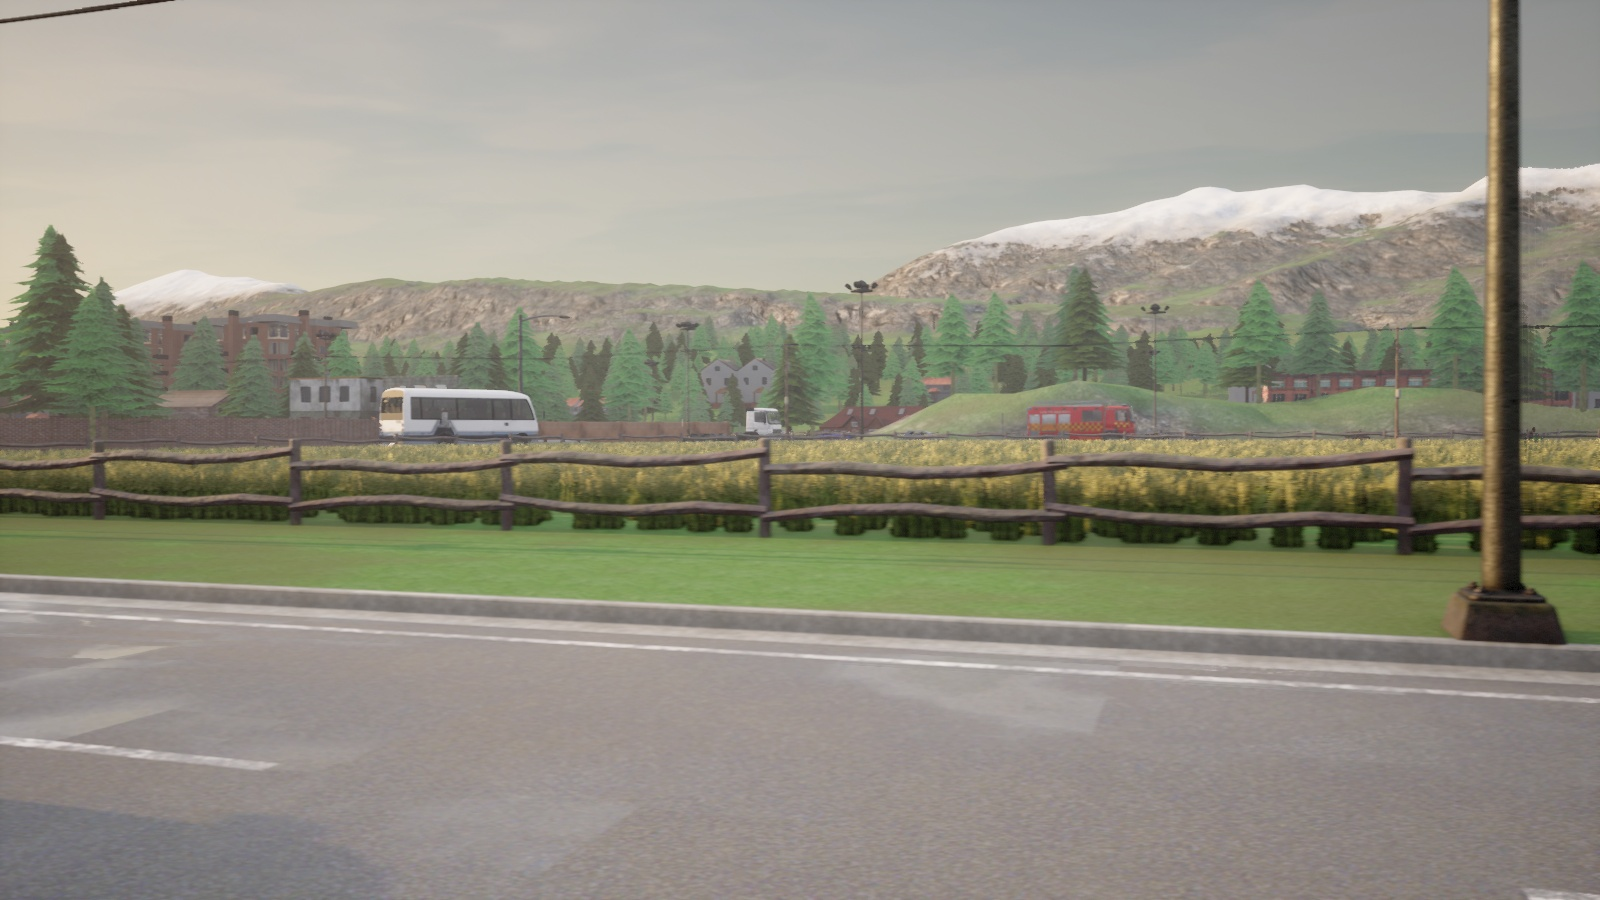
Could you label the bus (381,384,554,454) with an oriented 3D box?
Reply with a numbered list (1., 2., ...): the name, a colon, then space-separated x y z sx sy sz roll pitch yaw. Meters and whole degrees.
1. bus: -21.381 -1.934 81.372 3.944 4.253 10.273 1 1 44
